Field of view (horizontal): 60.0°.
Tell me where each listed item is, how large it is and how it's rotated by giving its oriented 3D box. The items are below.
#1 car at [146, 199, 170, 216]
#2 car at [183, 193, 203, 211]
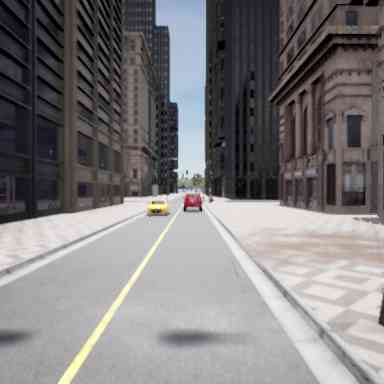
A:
[{"bbox_3d":[-3.094,1.390,31.276,1.882,1.535,5.008,0,0,0],"label":"car"},{"bbox_3d":[0.103,1.111,39.203,2.150,2.045,5.566,0,0,0],"label":"car"}]
